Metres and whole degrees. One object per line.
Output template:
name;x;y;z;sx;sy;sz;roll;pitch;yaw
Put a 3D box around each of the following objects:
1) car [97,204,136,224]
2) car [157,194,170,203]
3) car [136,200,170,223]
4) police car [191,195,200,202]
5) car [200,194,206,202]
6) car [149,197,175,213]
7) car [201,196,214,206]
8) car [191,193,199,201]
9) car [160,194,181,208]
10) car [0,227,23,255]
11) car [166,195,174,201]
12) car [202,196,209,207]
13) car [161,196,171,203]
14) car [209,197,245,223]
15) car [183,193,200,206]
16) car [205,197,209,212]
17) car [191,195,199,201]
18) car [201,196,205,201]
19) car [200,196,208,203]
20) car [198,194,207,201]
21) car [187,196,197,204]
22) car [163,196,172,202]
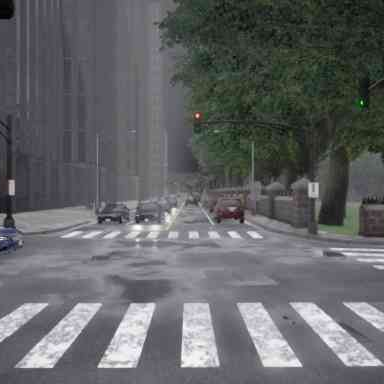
car;-5.795;1.574;25.104;1.947;1.339;4.313;0;0;0
car;-5.853;1.368;68.760;2.192;1.841;5.009;0;0;0
car;-3.134;1.556;25.623;2.033;1.411;5.357;0;0;0
police car;0.800;1.488;75.888;1.930;1.638;5.238;0;0;0
car;2.694;1.476;52.407;1.967;1.590;4.097;0;0;0
car;-3.132;1.544;35.260;1.812;1.442;4.674;0;0;0
car;2.687;1.482;57.863;1.967;1.590;4.097;0;0;0
car;0.779;1.311;91.808;2.150;2.045;5.566;0;0;0
car;-3.147;1.523;48.861;2.128;1.511;4.902;0;0;0
car;-8.013;1.403;10.673;4.674;1.442;1.812;1;0;-11
car;-5.883;1.525;90.588;1.967;1.590;4.097;0;0;0
car;2.708;1.575;41.493;2.008;1.369;4.403;0;0;0
car;-5.861;1.605;74.217;1.887;1.381;4.507;0;0;0
car;2.730;1.323;25.125;2.192;1.841;5.009;0;0;0
car;-0.021;1.391;55.188;2.097;1.767;4.553;0;0;0
car;2.716;1.585;36.037;1.947;1.339;4.313;0;0;0
car;0.786;1.584;85.778;1.837;1.490;4.892;0;0;0
car;2.701;1.581;46.950;2.008;1.369;4.403;0;0;0
car;2.664;1.586;74.403;1.752;1.417;4.829;0;0;0
car;2.650;1.391;85.146;2.192;1.841;5.009;0;0;0
car;-0.086;1.527;65.242;1.882;1.535;5.008;0;0;0
car;-5.868;1.612;79.674;1.887;1.381;4.507;0;0;0
